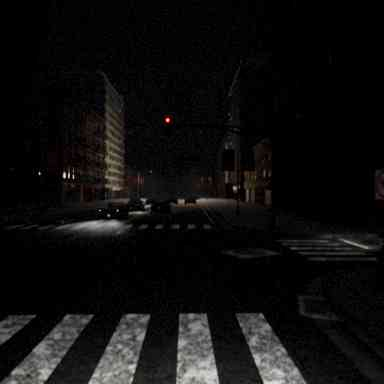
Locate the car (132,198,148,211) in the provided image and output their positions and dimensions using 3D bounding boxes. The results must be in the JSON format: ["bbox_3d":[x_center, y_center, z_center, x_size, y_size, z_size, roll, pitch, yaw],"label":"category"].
[{"bbox_3d":[-6.782,1.500,39.448,1.812,1.442,4.674,0,0,0],"label":"car"}]

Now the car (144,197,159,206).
[{"bbox_3d":[-6.829,1.561,56.461,1.895,1.301,4.718,0,0,0],"label":"car"}]

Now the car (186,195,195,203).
[{"bbox_3d":[-0.322,1.428,68.445,1.882,1.535,5.008,0,0,0],"label":"car"}]

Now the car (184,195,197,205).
[{"bbox_3d":[-0.275,1.311,58.413,2.097,1.767,4.553,0,0,0],"label":"car"}]

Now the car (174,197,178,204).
[{"bbox_3d":[-3.512,1.558,60.700,1.895,1.301,4.718,0,0,0],"label":"car"}]

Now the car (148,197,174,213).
[{"bbox_3d":[-3.321,1.455,36.193,1.882,1.535,5.008,0,0,0],"label":"car"}]

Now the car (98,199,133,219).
[{"bbox_3d":[-6.736,1.584,29.059,1.895,1.301,4.718,0,0,0],"label":"car"}]
